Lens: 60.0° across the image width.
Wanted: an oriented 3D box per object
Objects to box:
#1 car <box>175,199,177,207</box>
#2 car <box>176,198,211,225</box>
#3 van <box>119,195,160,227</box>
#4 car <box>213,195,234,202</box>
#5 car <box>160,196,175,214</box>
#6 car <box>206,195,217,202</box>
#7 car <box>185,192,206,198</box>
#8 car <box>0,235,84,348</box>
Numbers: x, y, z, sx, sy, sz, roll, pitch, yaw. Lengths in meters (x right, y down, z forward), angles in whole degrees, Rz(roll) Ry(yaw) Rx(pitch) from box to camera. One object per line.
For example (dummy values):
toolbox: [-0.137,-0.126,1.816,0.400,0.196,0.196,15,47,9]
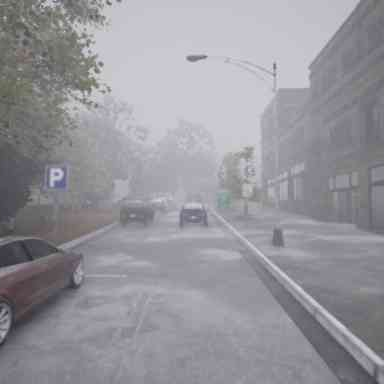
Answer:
car: [-3.407,1.246,39.962,2.185,1.767,4.553,-1,1,2]
car: [0.098,1.449,23.788,1.882,1.535,5.008,0,0,0]
van: [-3.629,1.229,23.000,1.878,1.987,4.442,1,1,2]
car: [6.842,1.439,71.961,2.097,1.535,5.008,-3,-3,36]
car: [-3.407,1.409,34.254,2.231,1.521,4.892,0,0,2]
car: [3.405,1.384,67.214,2.231,1.521,4.892,-2,-1,29]
car: [0.317,1.072,42.449,2.150,2.045,5.566,0,1,3]
car: [-3.648,1.510,6.196,2.163,1.488,4.792,0,0,2]
